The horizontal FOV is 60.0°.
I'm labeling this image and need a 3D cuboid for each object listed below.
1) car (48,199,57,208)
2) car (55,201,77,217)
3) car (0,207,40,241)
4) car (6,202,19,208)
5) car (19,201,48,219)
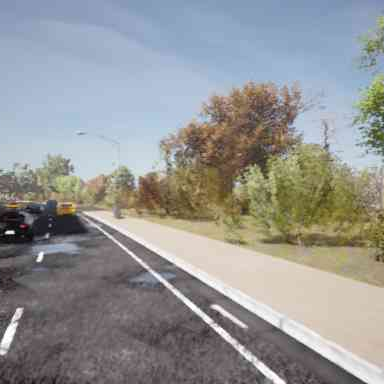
[{"bbox_3d":[-29.118,2.321,69.395,2.097,1.767,4.553,0,-1,-27],"label":"car"},{"bbox_3d":[-14.348,2.001,38.060,1.882,1.535,5.008,0,-1,-23],"label":"car"},{"bbox_3d":[-9.520,1.808,18.024,1.812,1.442,4.674,0,-1,-22],"label":"car"},{"bbox_3d":[-28.617,2.303,53.538,1.882,1.535,5.008,0,-1,-25],"label":"car"},{"bbox_3d":[-16.372,2.007,34.556,2.128,1.511,4.902,0,-1,-23],"label":"car"}]
